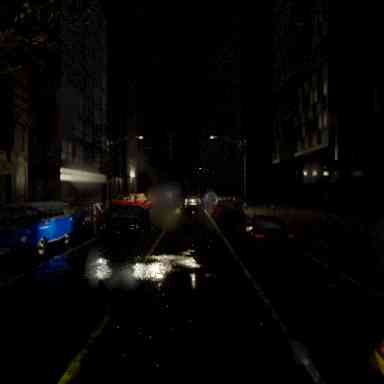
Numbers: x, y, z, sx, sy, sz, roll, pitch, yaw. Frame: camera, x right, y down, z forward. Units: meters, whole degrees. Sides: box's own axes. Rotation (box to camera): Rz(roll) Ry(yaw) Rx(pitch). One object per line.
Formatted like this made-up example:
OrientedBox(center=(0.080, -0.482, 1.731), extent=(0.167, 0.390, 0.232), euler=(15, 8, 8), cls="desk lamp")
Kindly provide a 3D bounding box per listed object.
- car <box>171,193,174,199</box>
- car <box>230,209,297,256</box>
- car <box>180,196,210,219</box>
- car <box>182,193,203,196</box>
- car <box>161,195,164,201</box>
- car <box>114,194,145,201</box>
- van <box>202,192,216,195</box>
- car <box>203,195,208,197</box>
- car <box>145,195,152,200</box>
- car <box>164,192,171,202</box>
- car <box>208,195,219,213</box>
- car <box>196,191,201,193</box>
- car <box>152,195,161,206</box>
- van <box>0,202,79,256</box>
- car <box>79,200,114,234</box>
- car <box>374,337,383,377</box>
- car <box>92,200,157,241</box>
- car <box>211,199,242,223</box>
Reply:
OrientedBox(center=(-5.908, 1.210, 80.016), extent=(1.752, 1.417, 4.829), euler=(0, 0, 0), cls="car")
OrientedBox(center=(2.660, 1.514, 12.505), extent=(1.802, 1.307, 4.206), euler=(0, 0, 0), cls="car")
OrientedBox(center=(0.084, 1.349, 27.603), extent=(2.128, 1.511, 4.902), euler=(0, 0, 0), cls="car")
OrientedBox(center=(0.073, 1.275, 44.585), extent=(2.128, 1.511, 4.902), euler=(0, 0, 0), cls="car")
OrientedBox(center=(-5.890, 1.197, 51.987), extent=(1.967, 1.590, 4.097), euler=(0, 0, 0), cls="car")
OrientedBox(center=(-5.875, 1.165, 29.430), extent=(2.192, 1.841, 5.009), euler=(0, 0, 0), cls="car")
OrientedBox(center=(2.639, 1.118, 46.338), extent=(1.690, 1.788, 3.998), euler=(0, 0, 0), cls="van")
OrientedBox(center=(2.643, 1.365, 40.700), extent=(1.947, 1.339, 4.313), euler=(0, 0, 0), cls="car")
OrientedBox(center=(-5.879, 1.139, 35.068), extent=(2.192, 1.841, 5.009), euler=(0, 0, 0), cls="car")
OrientedBox(center=(-5.907, 1.238, 68.703), extent=(1.752, 1.417, 4.829), euler=(0, 0, 1), cls="car")
OrientedBox(center=(2.650, 1.291, 29.421), extent=(1.967, 1.590, 4.097), euler=(0, 0, 0), cls="car")
OrientedBox(center=(2.622, 1.015, 74.530), extent=(2.192, 1.841, 5.009), euler=(0, 0, 0), cls="car")
OrientedBox(center=(-5.886, 1.217, 46.349), extent=(1.967, 1.590, 4.097), euler=(0, 0, 0), cls="car")
OrientedBox(center=(-5.865, 1.273, 12.511), extent=(1.690, 1.788, 3.998), euler=(0, 0, 0), cls="van")
OrientedBox(center=(-5.869, 1.345, 18.151), extent=(1.967, 1.590, 4.097), euler=(0, 0, 0), cls="car")
OrientedBox(center=(2.668, 1.516, 1.398), extent=(1.752, 1.417, 4.829), euler=(0, 0, 0), cls="car")
OrientedBox(center=(-3.087, 1.391, 16.318), extent=(1.882, 1.535, 5.008), euler=(0, 0, 0), cls="car")
OrientedBox(center=(2.654, 1.423, 23.783), extent=(1.887, 1.381, 4.507), euler=(0, 0, 0), cls="car")
